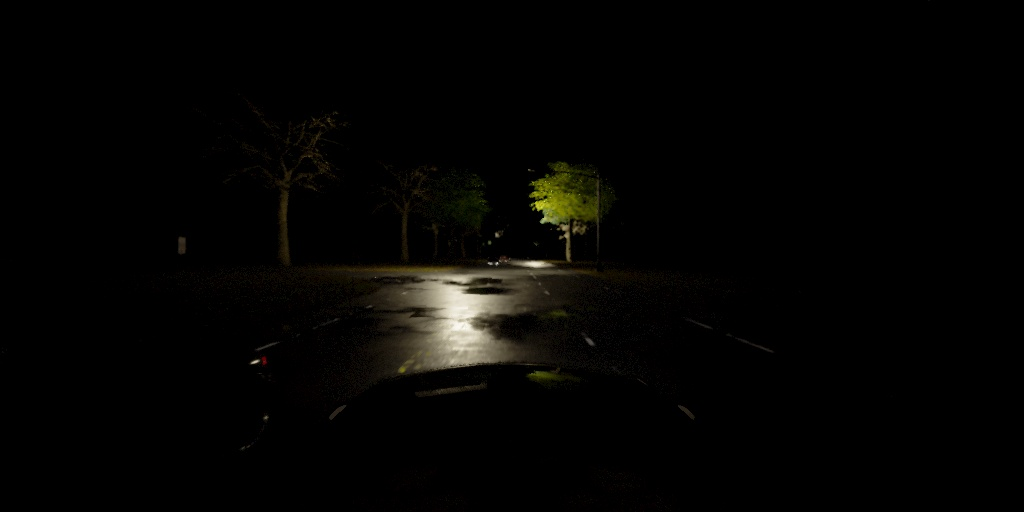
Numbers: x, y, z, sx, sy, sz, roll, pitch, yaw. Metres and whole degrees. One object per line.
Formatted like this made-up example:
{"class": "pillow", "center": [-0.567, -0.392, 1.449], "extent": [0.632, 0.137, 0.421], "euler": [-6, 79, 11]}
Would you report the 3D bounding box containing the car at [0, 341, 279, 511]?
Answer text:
{"class": "car", "center": [-3.501, 1.313, 2.145], "extent": [1.994, 1.385, 4.181], "euler": [0, 1, 0]}
